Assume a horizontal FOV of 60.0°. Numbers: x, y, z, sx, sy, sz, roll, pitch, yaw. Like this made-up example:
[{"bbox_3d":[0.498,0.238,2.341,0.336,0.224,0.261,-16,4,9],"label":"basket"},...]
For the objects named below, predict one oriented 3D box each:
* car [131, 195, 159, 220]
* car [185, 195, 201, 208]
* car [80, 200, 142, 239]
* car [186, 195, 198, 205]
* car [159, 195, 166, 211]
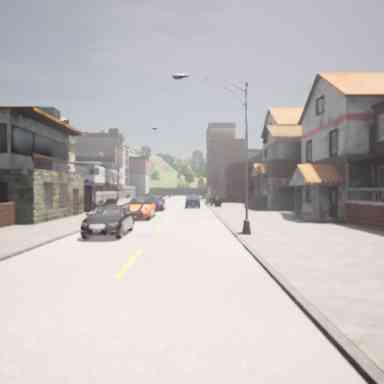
[{"bbox_3d":[-4.065,1.193,25.857,2.097,1.767,4.553,0,0,0],"label":"car"},{"bbox_3d":[0.102,1.220,41.958,1.882,1.535,5.008,0,0,0],"label":"car"},{"bbox_3d":[-4.094,1.388,16.758,2.128,1.511,4.902,0,0,0],"label":"car"},{"bbox_3d":[0.002,1.185,52.065,1.837,1.490,4.892,0,0,0],"label":"car"},{"bbox_3d":[-3.999,1.131,35.920,2.097,1.767,4.553,0,0,0],"label":"car"}]
